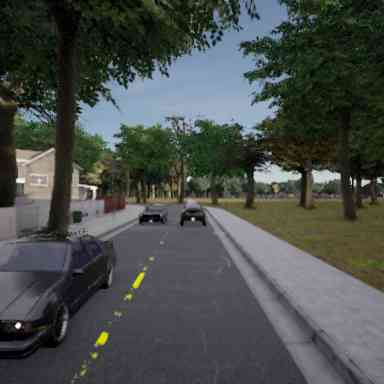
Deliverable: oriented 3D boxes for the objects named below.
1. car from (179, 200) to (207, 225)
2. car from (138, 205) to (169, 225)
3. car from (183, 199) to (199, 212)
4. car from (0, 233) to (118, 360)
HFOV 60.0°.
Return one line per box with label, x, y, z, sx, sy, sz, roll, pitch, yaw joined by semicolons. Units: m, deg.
car;0.082;1.607;25.285;1.837;1.490;4.892;0;0;0
car;-2.813;1.702;25.073;1.895;1.301;4.718;0;0;0
car;-0.148;1.709;43.250;1.812;1.442;4.674;0;0;-4
car;-2.843;1.573;6.604;2.033;1.411;5.357;0;0;0
